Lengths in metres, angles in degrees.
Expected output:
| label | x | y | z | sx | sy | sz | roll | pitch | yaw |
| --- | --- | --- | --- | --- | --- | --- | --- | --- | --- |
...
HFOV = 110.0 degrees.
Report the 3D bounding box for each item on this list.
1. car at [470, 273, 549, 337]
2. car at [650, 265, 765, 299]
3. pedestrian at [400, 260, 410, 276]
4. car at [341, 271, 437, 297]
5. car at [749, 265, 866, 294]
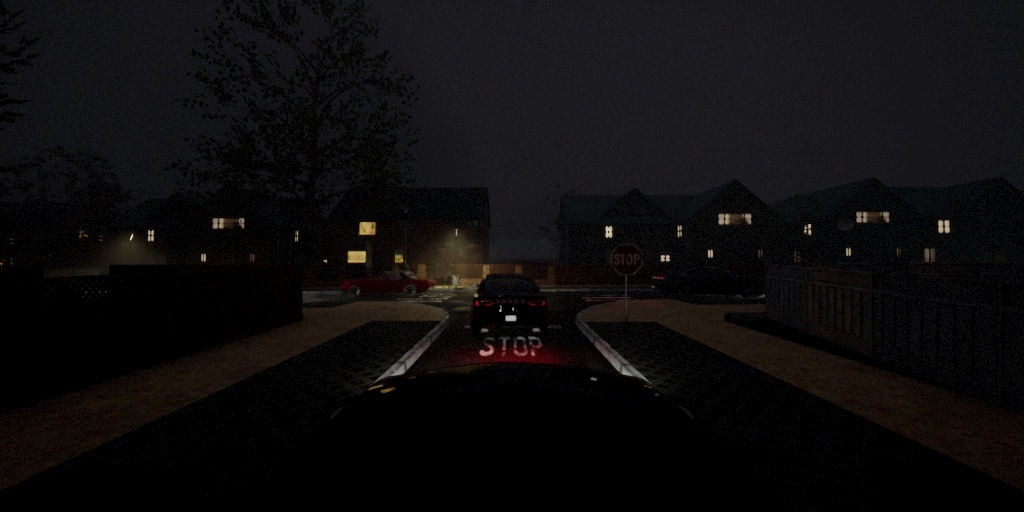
| label | x | y | z | sx | sy | sz | roll | pitch | yaw |
| --- | --- | --- | --- | --- | --- | --- | --- | --- | --- |
| car | -0.150 | 1.231 | 10.417 | 1.882 | 1.535 | 5.008 | 0 | 0 | -3 |
| car | 8.865 | 1.173 | 16.325 | 4.902 | 1.511 | 2.128 | 0 | -1 | 1 |
| pedestrian | -6.704 | 1.115 | 22.403 | 0.375 | 1.860 | 0.375 | 0 | -1 | 1 |
| car | -6.628 | 1.499 | 19.480 | 4.718 | 1.301 | 1.895 | -1 | -1 | 1 |
| car | 15.648 | 1.225 | 19.185 | 4.674 | 1.442 | 1.812 | 0 | -1 | 1 |
